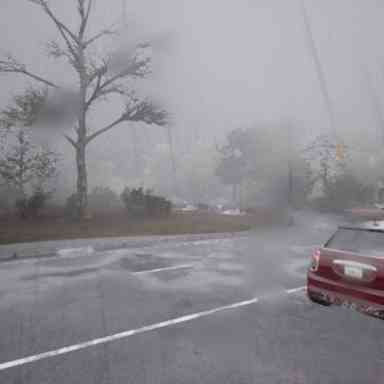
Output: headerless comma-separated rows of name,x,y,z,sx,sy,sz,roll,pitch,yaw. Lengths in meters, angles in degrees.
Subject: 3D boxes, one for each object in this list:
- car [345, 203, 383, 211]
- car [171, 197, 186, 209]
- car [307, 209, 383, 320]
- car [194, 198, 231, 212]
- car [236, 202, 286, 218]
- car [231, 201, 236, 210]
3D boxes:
car,14.166,1.587,25.902,1.994,1.385,4.181,0,0,-38
car,-2.526,1.449,48.073,2.097,1.767,4.553,0,0,-26
car,4.451,1.359,6.779,4.553,1.767,2.097,0,0,-35
car,2.000,1.533,39.277,2.128,1.511,4.902,0,0,-28
car,6.505,1.621,31.120,1.895,1.301,4.718,0,0,-29
car,4.002,1.560,42.878,1.837,1.490,4.892,0,0,-28
